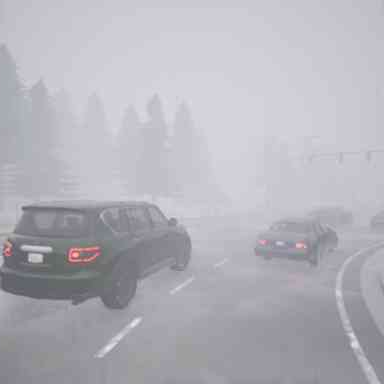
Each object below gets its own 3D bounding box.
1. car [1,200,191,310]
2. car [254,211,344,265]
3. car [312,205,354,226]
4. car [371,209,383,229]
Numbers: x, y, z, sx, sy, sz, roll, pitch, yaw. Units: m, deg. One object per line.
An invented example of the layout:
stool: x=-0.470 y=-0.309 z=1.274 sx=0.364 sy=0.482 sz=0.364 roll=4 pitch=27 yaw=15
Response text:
car: x=-1.781 y=1.217 z=8.124 sx=2.150 sy=2.045 sz=5.566 roll=0 pitch=0 yaw=18
car: x=3.975 y=1.632 z=12.164 sx=2.033 sy=1.411 sz=5.357 roll=1 pitch=0 yaw=32
car: x=9.999 y=1.701 z=23.879 sx=1.837 sy=1.490 sz=4.892 roll=1 pitch=0 yaw=44
car: x=13.861 y=1.811 z=22.825 sx=1.994 sy=1.385 sz=4.181 roll=1 pitch=0 yaw=44
